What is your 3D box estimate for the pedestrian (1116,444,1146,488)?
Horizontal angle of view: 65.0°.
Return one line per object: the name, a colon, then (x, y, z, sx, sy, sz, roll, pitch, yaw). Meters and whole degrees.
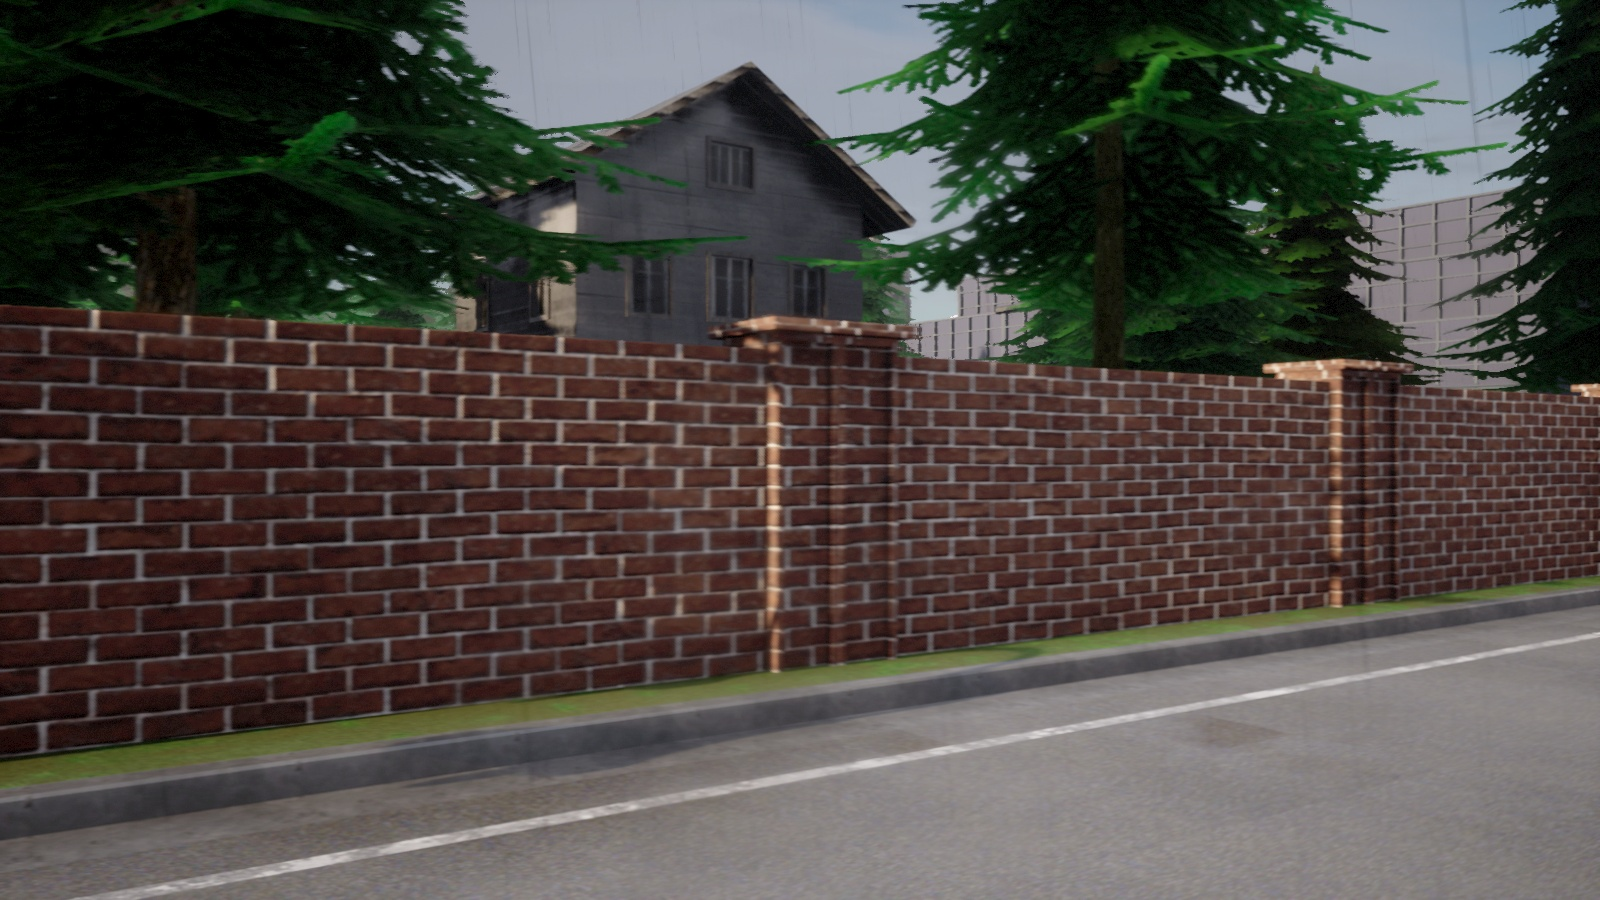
pedestrian: (14.319, 0.683, 54.257, 0.874, 1.855, 0.900, 0, 0, -36)
